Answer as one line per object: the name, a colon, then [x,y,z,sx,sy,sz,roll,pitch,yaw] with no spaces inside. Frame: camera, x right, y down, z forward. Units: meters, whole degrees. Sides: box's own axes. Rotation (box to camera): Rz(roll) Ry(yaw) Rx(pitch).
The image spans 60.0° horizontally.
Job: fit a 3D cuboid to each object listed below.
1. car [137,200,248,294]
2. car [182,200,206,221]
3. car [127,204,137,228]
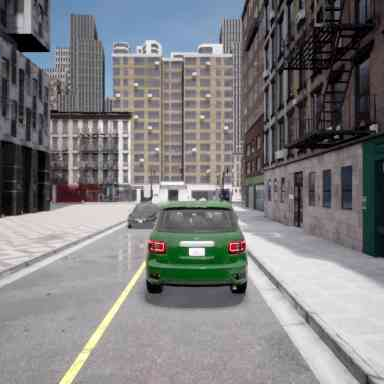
car: [0.118,1.220,8.955,2.150,2.045,5.566,0,0,1]
car: [0.178,1.488,28.135,1.837,1.490,4.892,0,0,0]
car: [-3.039,1.495,22.006,1.837,1.490,4.892,0,0,0]
